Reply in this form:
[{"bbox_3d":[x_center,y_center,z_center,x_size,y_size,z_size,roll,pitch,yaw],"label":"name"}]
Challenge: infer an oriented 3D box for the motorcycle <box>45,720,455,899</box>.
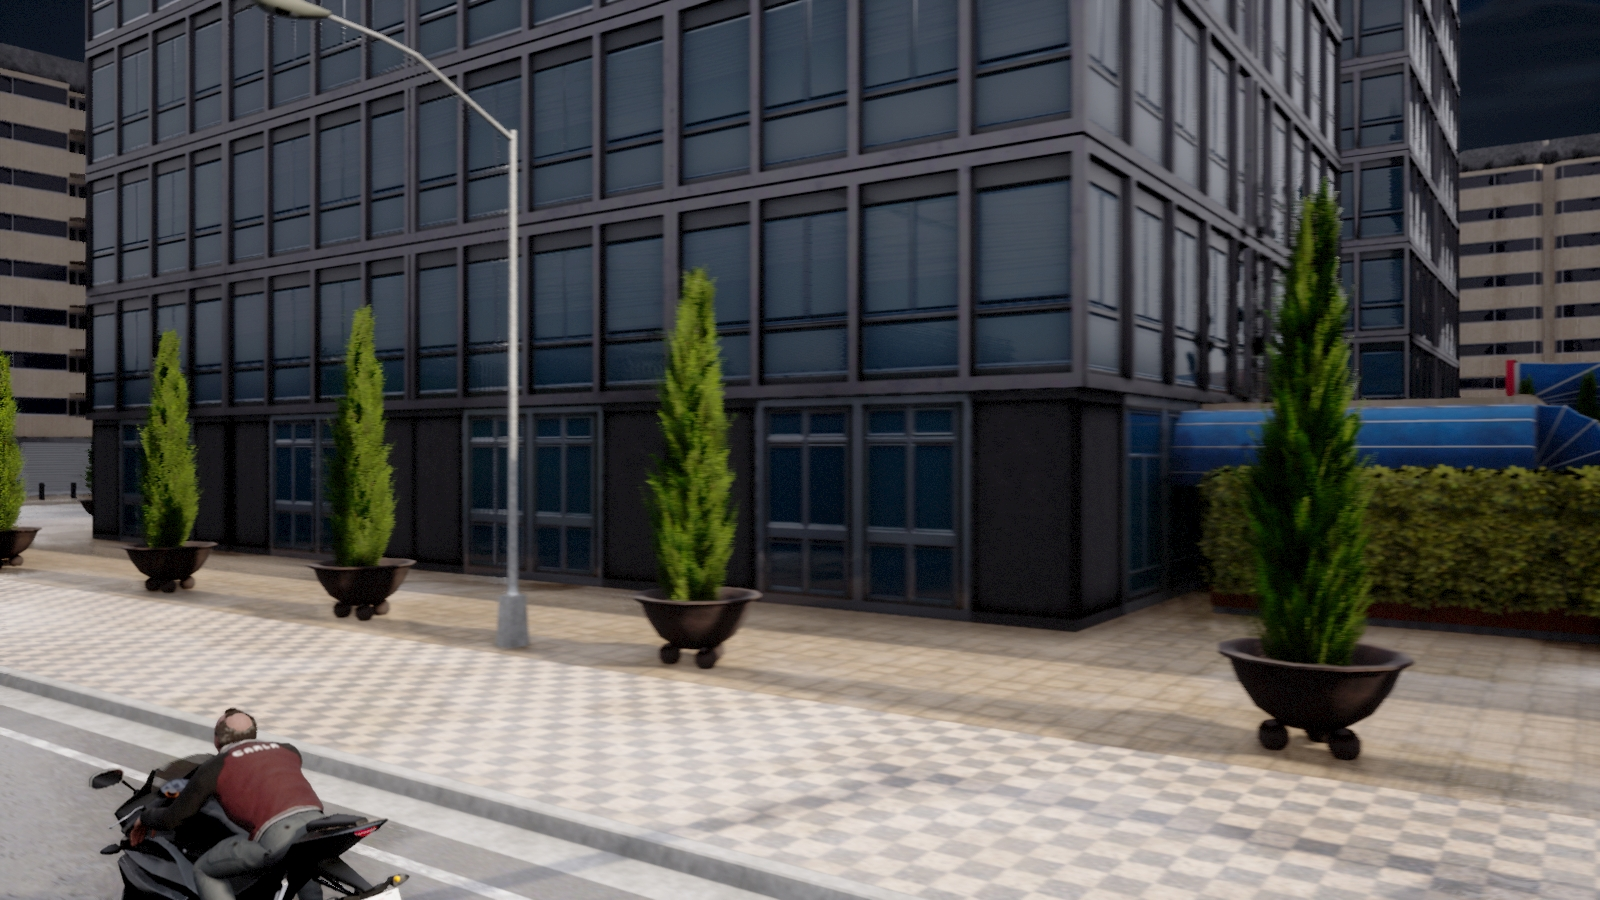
[{"bbox_3d":[-2.791,2.206,5.695,2.209,1.251,0.867,0,0,35],"label":"motorcycle"}]
